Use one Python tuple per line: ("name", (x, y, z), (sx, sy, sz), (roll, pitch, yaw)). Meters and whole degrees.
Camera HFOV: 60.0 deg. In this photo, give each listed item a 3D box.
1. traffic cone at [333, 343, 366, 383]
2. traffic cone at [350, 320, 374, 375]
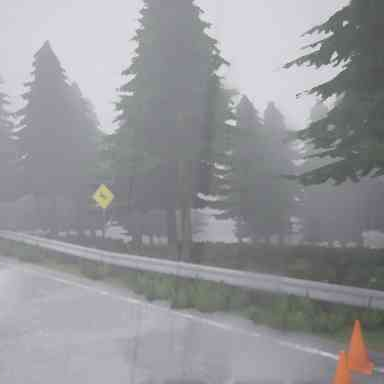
("traffic cone", (1.578, 1.956, 3.474), (0.340, 0.580, 0.340), (0, 0, 35))
("traffic cone", (2.138, 1.957, 4.300), (0.340, 0.580, 0.340), (0, 0, 35))
